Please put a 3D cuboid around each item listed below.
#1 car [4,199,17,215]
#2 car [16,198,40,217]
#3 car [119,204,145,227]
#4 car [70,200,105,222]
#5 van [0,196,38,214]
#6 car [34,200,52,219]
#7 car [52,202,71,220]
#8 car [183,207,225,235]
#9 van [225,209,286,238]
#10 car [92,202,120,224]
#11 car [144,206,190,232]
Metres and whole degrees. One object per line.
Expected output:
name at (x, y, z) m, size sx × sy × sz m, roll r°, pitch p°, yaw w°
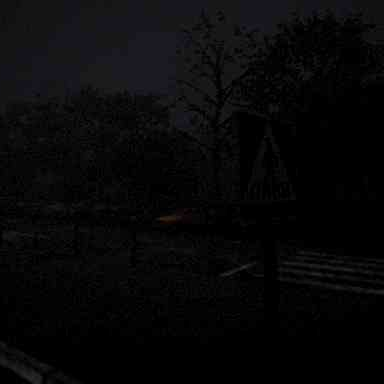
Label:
car at (-16.250, 1.680, 34.304) m, size 2.002 × 1.452 × 4.674 m, roll 0°, pitch 0°, yaw 35°
car at (-13.988, 1.657, 32.693) m, size 2.097 × 1.535 × 5.008 m, roll 0°, pitch 0°, yaw 35°
car at (-2.662, 1.777, 24.677) m, size 2.163 × 1.488 × 4.792 m, roll 0°, pitch 0°, yaw 35°
car at (-7.197, 1.711, 27.875) m, size 2.097 × 1.535 × 5.008 m, roll 0°, pitch 0°, yaw 35°
van at (-18.441, 1.397, 36.009) m, size 1.878 × 1.987 × 4.442 m, roll 0°, pitch 0°, yaw 35°
car at (-11.725, 1.715, 31.086) m, size 2.002 × 1.452 × 4.674 m, roll 0°, pitch 0°, yaw 35°
car at (-9.443, 1.567, 29.504) m, size 2.185 × 1.767 × 4.553 m, roll 0°, pitch 0°, yaw 35°
car at (1.862, 1.815, 21.459) m, size 2.163 × 1.488 × 4.792 m, roll 0°, pitch 0°, yaw 35°
van at (4.038, 1.579, 19.730) m, size 1.878 × 1.987 × 4.442 m, roll 0°, pitch 0°, yaw 35°
car at (-4.943, 1.730, 26.256) m, size 2.231 × 1.521 × 4.892 m, roll 0°, pitch 0°, yaw 35°
car at (-0.526, 1.764, 22.893) m, size 1.946 × 1.575 × 5.366 m, roll 0°, pitch 0°, yaw 35°
